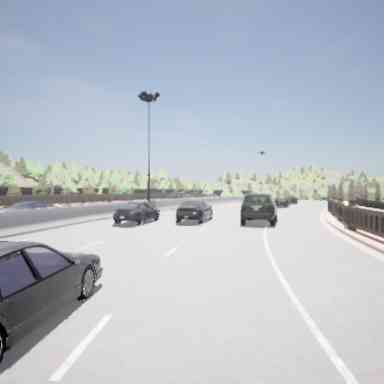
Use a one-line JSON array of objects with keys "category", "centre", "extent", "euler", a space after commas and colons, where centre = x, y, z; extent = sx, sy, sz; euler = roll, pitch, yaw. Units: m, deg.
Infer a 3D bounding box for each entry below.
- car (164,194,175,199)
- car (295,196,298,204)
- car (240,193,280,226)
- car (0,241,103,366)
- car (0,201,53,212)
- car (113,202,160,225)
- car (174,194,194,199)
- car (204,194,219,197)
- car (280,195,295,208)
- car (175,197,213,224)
[{"category": "car", "centre": [-3.508, 1.127, 61.507], "extent": [1.837, 1.490, 4.892], "euler": [0, 0, 24]}, {"category": "car", "centre": [16.144, 1.195, 54.436], "extent": [1.882, 1.535, 5.008], "euler": [0, 0, 24]}, {"category": "car", "centre": [4.585, 1.101, 22.537], "extent": [2.150, 2.045, 5.566], "euler": [0, 0, 16]}, {"category": "car", "centre": [-3.126, 1.507, 5.222], "extent": [2.033, 1.411, 5.357], "euler": [0, 0, 4]}, {"category": "car", "centre": [-11.153, 1.361, 22.317], "extent": [1.812, 1.442, 4.674], "euler": [0, 0, 14]}, {"category": "car", "centre": [-3.687, 1.380, 22.551], "extent": [1.812, 1.442, 4.674], "euler": [0, 0, 15]}, {"category": "car", "centre": [-0.868, 1.171, 58.835], "extent": [1.812, 1.442, 4.674], "euler": [0, 0, 24]}, {"category": "car", "centre": [3.416, 1.142, 59.902], "extent": [2.128, 1.511, 4.902], "euler": [0, 0, 24]}, {"category": "car", "centre": [12.074, 1.257, 44.486], "extent": [2.128, 1.511, 4.902], "euler": [0, 0, 24]}, {"category": "car", "centre": [0.256, 1.363, 23.725], "extent": [1.837, 1.490, 4.892], "euler": [0, 0, 15]}]
